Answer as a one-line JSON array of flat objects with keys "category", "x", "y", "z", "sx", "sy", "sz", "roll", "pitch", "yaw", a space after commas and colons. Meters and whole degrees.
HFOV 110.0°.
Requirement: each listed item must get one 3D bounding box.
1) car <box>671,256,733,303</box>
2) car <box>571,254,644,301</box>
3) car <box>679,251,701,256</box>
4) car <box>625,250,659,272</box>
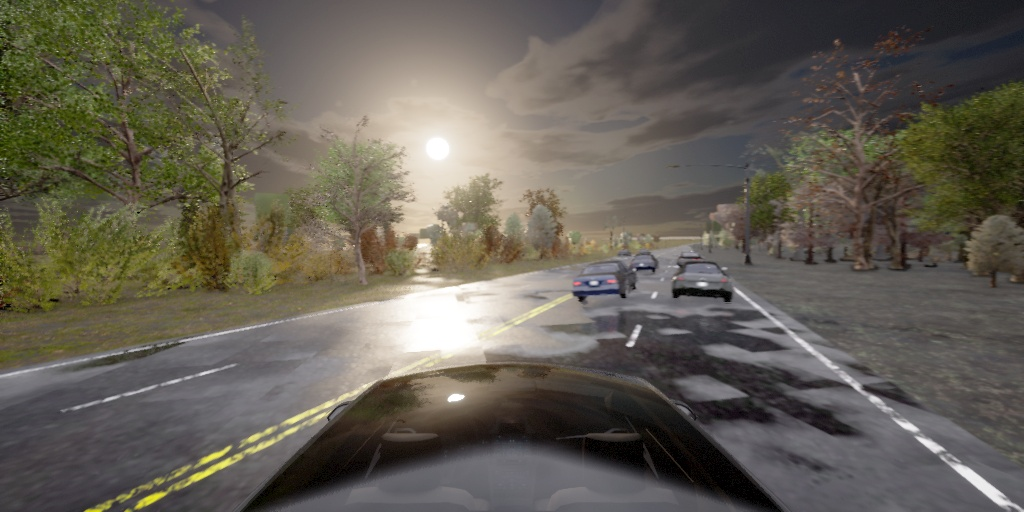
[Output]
[{"category": "car", "x": 7.372, "y": 0.878, "z": 14.084, "sx": 1.994, "sy": 1.385, "sz": 4.181, "roll": 2, "pitch": 2, "yaw": 25}, {"category": "car", "x": 3.886, "y": 0.908, "z": 14.564, "sx": 2.033, "sy": 1.411, "sz": 5.357, "roll": -6, "pitch": -1, "yaw": 25}, {"category": "car", "x": 13.703, "y": 0.387, "z": 27.618, "sx": 2.128, "sy": 1.511, "sz": 4.902, "roll": 2, "pitch": 2, "yaw": 26}, {"category": "car", "x": 10.684, "y": 0.508, "z": 28.984, "sx": 1.994, "sy": 1.385, "sz": 4.181, "roll": -5, "pitch": 1, "yaw": 26}]
